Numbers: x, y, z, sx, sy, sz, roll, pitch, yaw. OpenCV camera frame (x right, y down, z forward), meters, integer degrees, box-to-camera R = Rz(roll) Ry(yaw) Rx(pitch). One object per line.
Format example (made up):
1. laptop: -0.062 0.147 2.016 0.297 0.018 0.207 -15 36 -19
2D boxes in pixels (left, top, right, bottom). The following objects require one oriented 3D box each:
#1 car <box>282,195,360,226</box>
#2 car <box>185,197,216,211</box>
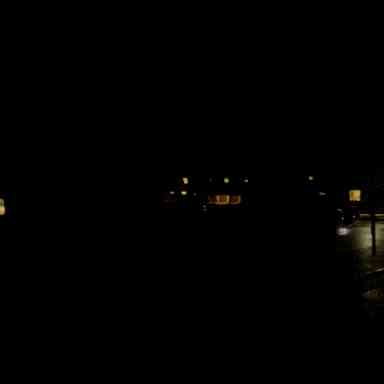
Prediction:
1. car: 8.859 1.236 23.591 2.150 2.045 5.566 -2 1 -34
2. car: 0.870 1.358 35.654 2.097 1.767 4.553 -2 1 -33
